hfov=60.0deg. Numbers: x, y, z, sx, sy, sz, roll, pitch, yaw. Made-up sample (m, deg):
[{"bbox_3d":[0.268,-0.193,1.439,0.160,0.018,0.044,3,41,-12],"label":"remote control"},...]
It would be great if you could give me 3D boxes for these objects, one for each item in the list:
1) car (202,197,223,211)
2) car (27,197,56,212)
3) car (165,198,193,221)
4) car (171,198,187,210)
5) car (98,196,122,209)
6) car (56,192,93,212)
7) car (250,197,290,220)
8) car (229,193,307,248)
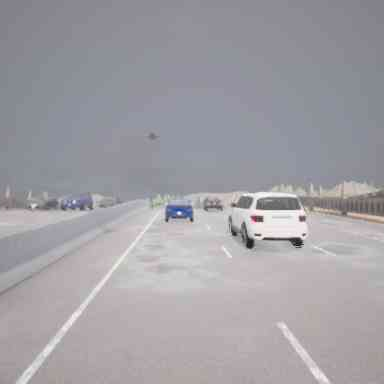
[{"bbox_3d":[2.133,1.263,35.423,2.033,1.411,5.357,0,-1,-2],"label":"car"},{"bbox_3d":[-15.552,1.243,34.916,2.128,1.511,4.902,0,-1,-2],"label":"car"},{"bbox_3d":[-0.922,1.200,24.086,1.882,1.535,5.008,0,1,-2],"label":"car"},{"bbox_3d":[-1.625,1.515,41.917,1.994,1.385,4.181,0,-3,-2],"label":"car"},{"bbox_3d":[-8.554,1.240,35.129,1.837,1.490,4.892,0,-1,-2],"label":"car"},{"bbox_3d":[-12.064,0.970,35.232,2.150,2.045,5.566,0,-1,-2],"label":"car"},{"bbox_3d":[5.996,1.193,26.309,1.837,1.490,4.892,0,1,-2],"label":"car"},{"bbox_3d":[2.976,1.054,14.064,2.150,2.045,5.566,0,1,-2],"label":"car"}]
